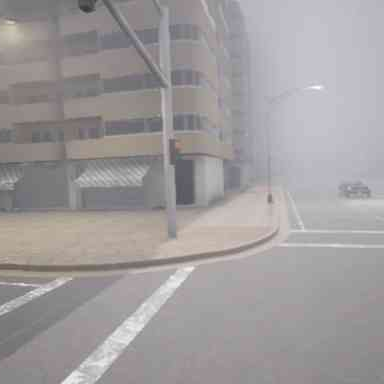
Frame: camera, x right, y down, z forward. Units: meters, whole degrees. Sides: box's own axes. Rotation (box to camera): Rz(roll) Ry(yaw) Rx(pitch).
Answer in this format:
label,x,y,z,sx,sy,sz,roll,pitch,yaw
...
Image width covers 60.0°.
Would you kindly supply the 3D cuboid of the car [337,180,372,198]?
label,x,y,z,sx,sy,sz,roll,pitch,yaw
car,13.786,-0.356,28.378,1.895,1.301,4.718,-1,3,15
